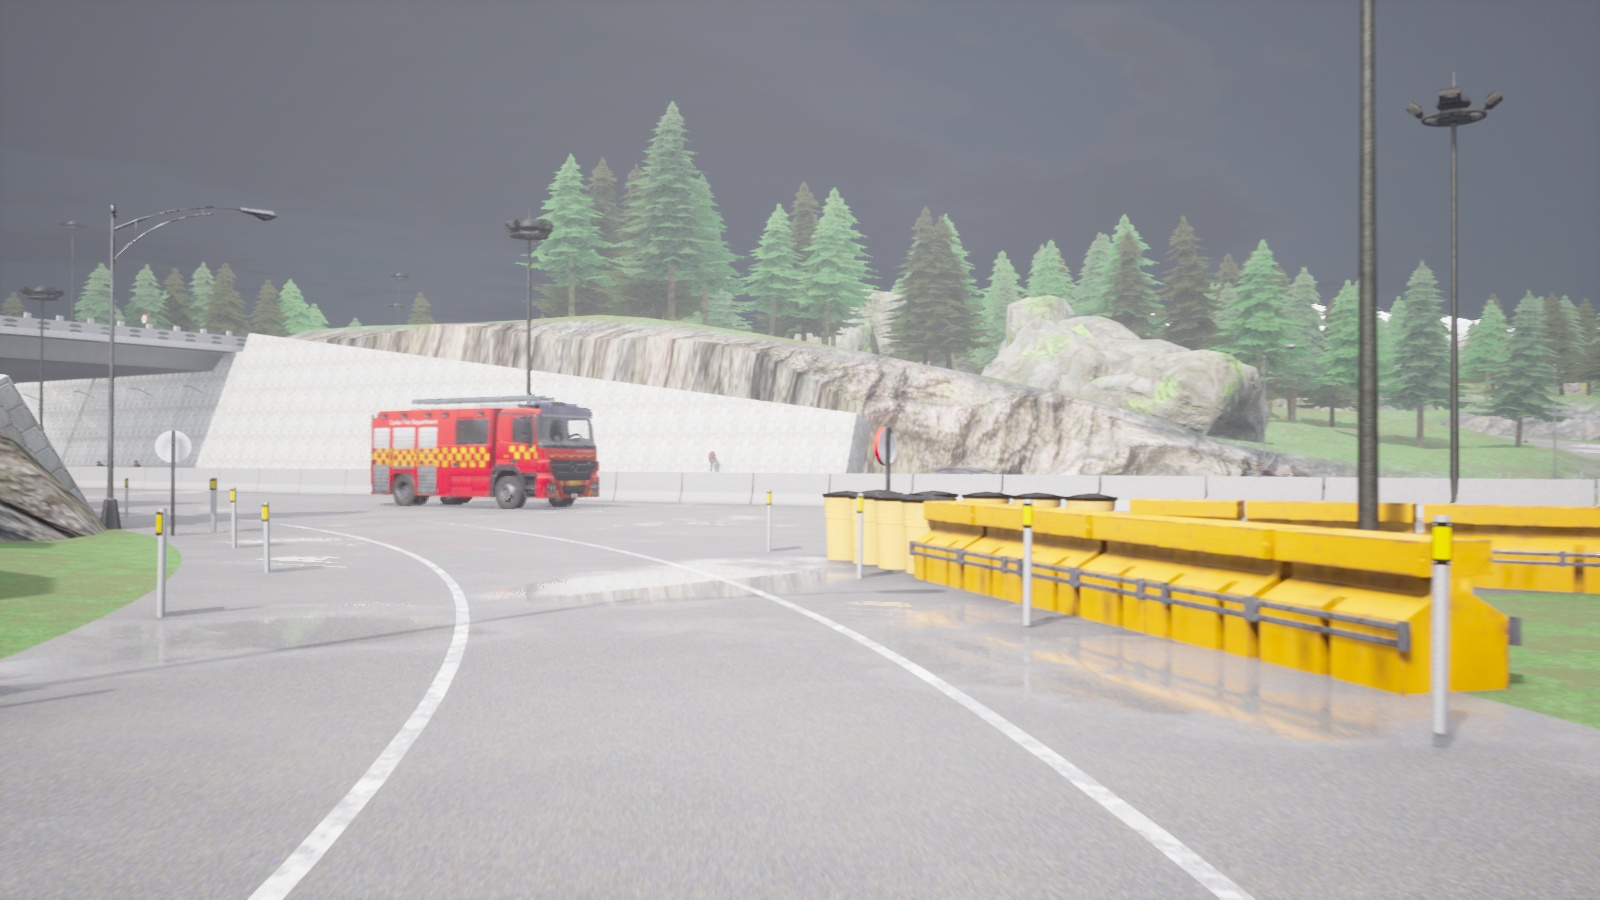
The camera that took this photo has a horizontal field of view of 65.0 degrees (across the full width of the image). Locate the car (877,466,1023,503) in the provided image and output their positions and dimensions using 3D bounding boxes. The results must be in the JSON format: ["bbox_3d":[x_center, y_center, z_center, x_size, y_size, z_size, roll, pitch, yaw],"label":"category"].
[{"bbox_3d":[5.882,1.332,49.543,5.357,1.411,2.033,-1,-1,32],"label":"car"}]

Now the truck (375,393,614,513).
[{"bbox_3d":[-10.652,0.144,43.359,8.468,3.827,2.891,-1,-1,32],"label":"truck"}]
